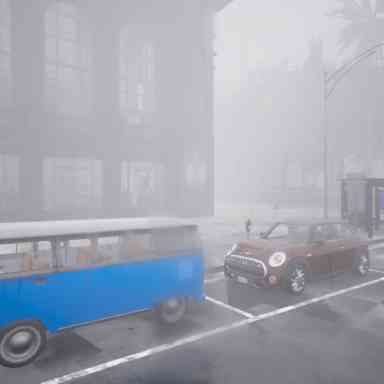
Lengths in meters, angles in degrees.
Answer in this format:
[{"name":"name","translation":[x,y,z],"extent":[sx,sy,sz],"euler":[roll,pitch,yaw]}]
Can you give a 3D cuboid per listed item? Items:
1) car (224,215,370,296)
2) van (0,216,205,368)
[{"name":"car","translation":[2.751,1.439,8.605],"extent":[4.097,1.590,1.967],"euler":[0,0,-35]},{"name":"van","translation":[-1.670,1.341,5.459],"extent":[3.998,1.788,1.690],"euler":[0,0,-35]}]
